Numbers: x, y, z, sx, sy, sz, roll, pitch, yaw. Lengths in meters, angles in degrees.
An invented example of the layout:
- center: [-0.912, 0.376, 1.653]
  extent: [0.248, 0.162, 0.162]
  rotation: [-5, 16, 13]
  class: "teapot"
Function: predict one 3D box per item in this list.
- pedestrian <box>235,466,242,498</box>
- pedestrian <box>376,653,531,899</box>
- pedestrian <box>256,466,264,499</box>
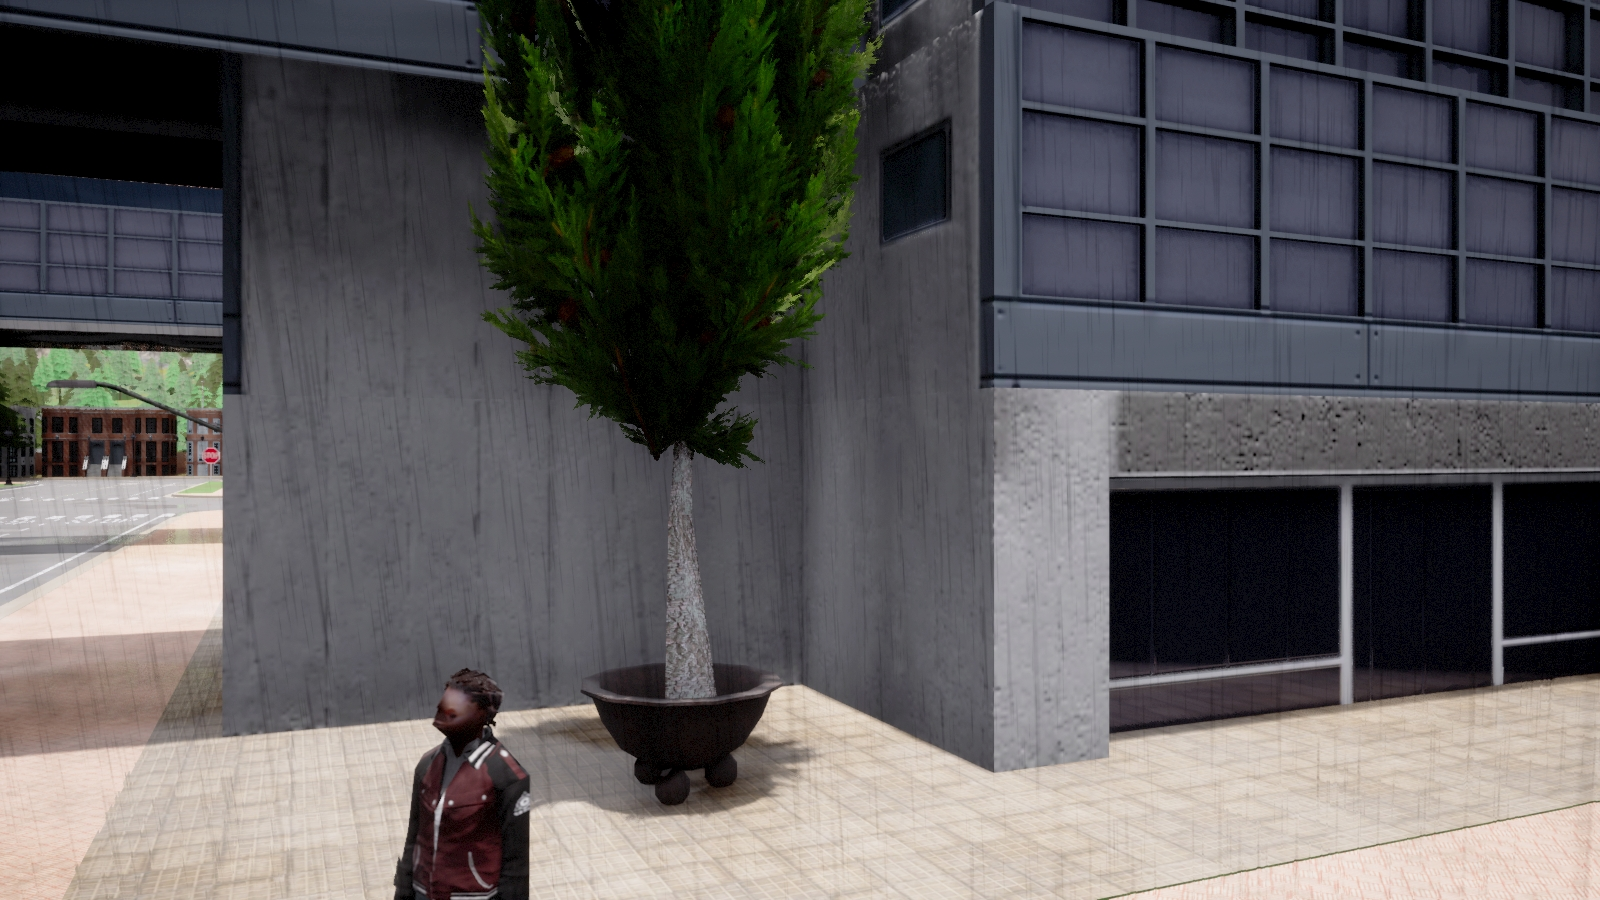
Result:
- center: [-32.411, 1.849, 65.932]
  extent: [0.375, 1.860, 0.375]
  rotation: [0, 0, -24]
  class: "pedestrian"
- center: [-1.231, 1.698, 4.076]
  extent: [0.375, 1.860, 0.375]
  rotation: [0, 0, 27]
  class: "pedestrian"
- center: [-30.844, 1.848, 65.224]
  extent: [0.375, 1.860, 0.375]
  rotation: [0, 0, -33]
  class: "pedestrian"
